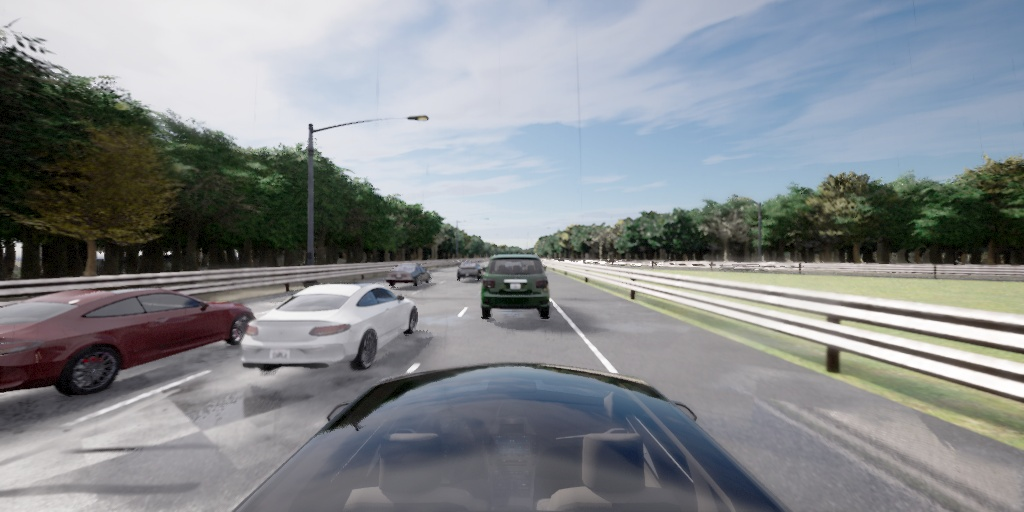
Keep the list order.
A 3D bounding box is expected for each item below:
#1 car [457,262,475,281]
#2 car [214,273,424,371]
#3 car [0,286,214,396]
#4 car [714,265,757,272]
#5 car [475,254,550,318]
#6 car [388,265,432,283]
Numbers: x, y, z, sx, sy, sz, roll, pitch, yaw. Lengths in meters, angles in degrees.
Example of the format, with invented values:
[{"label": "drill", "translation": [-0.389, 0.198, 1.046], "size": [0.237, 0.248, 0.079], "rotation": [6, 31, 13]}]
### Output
[{"label": "car", "translation": [-3.396, 1.233, 29.821], "size": [2.128, 1.511, 4.902], "rotation": [0, 0, 0]}, {"label": "car", "translation": [-3.398, 1.271, 7.555], "size": [1.812, 1.442, 4.674], "rotation": [0, 0, 0]}, {"label": "car", "translation": [-6.899, 1.272, 6.452], "size": [1.812, 1.442, 4.674], "rotation": [0, 0, 0]}, {"label": "car", "translation": [32.267, 1.516, 51.972], "size": [2.033, 1.411, 5.357], "rotation": [0, 0, -30]}, {"label": "car", "translation": [0.103, 0.964, 13.017], "size": [2.150, 2.045, 5.566], "rotation": [0, 0, 0]}, {"label": "car", "translation": [-6.901, 1.282, 24.413], "size": [2.033, 1.411, 5.357], "rotation": [0, 0, 0]}]
